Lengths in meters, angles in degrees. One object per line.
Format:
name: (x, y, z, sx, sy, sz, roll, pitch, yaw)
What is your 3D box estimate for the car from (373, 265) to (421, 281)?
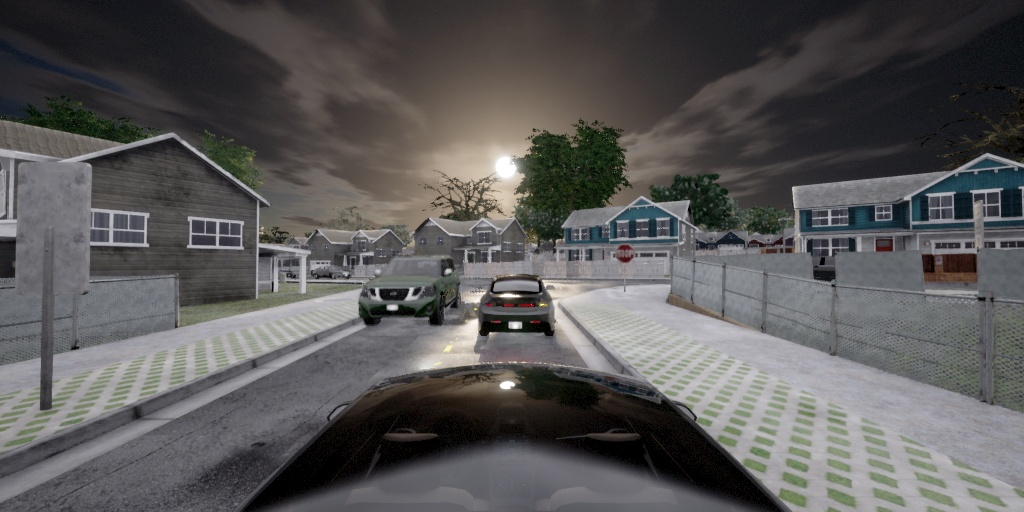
car: (-10.482, 1.562, 32.645, 4.181, 1.385, 1.994, -2, -2, 32)

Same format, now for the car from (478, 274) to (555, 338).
car: (0.169, 1.259, 10.259, 1.837, 1.490, 4.892, 0, 0, 2)

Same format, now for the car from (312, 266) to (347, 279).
car: (-19.024, 1.761, 37.821, 4.902, 1.511, 2.128, -2, -2, 30)

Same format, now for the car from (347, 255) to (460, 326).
car: (-3.093, 0.974, 12.011, 2.150, 2.045, 5.566, 0, 0, 0)

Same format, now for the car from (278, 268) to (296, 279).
car: (-27.725, 2.110, 42.830, 4.181, 1.385, 1.994, -2, -2, 30)

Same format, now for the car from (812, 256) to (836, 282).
car: (15.699, 0.774, 18.559, 4.892, 1.490, 1.837, -2, -2, 35)
